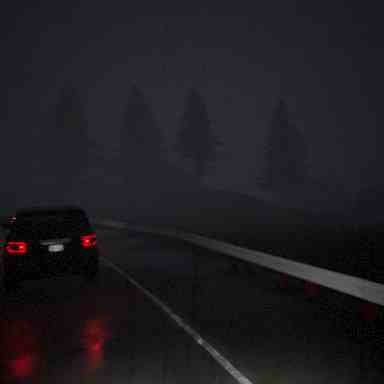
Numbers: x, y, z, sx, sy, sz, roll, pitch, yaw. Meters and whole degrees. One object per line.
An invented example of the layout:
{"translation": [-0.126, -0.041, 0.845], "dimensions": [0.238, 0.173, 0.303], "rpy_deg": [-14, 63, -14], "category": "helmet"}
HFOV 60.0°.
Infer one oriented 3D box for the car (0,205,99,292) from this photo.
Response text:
{"translation": [-4.313, 1.424, 9.967], "dimensions": [2.150, 2.045, 5.566], "rpy_deg": [-2, 0, -27], "category": "car"}
